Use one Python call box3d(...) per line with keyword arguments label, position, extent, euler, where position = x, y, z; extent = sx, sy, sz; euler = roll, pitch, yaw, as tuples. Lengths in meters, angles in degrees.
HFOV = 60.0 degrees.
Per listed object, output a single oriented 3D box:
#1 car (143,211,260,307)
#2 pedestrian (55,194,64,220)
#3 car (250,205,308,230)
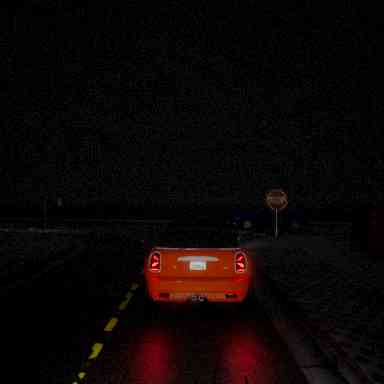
box3d(label="car", position=(0.182, 1.354, 8.150), extent=(2.097, 1.767, 4.553), euler=(0, 0, 2))
box3d(label="pedestrian", position=(-9.673, 1.069, 24.313), extent=(0.375, 1.860, 0.375), euler=(0, -1, 0))
box3d(label="car", position=(4.850, 1.567, 21.275), extent=(5.008, 1.535, 1.882), euler=(1, -1, -6))
